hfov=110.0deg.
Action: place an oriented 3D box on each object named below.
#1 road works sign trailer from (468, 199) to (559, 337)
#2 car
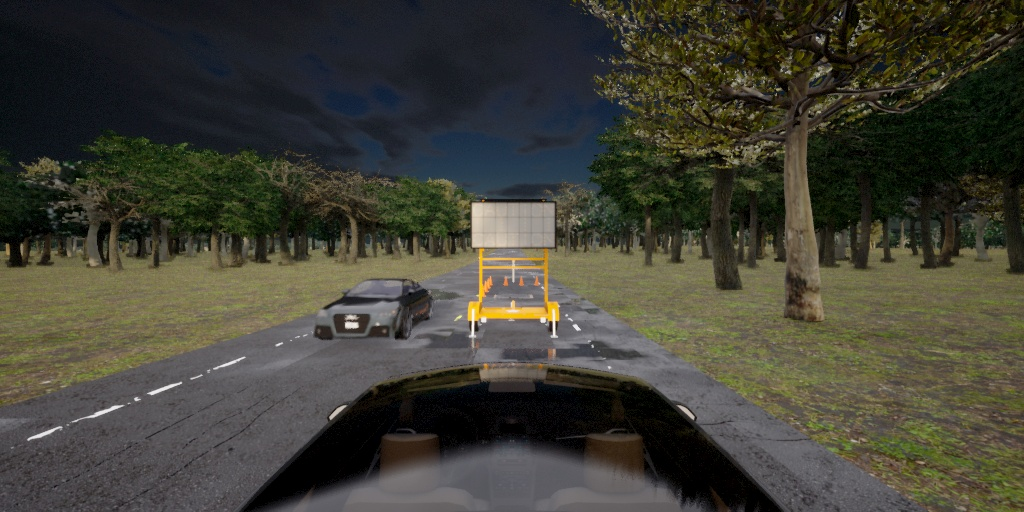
[{"bbox_3d":[0.042,0.198,10.177,2.380,3.560,2.880,0,0,0],"label":"road works sign trailer"},{"bbox_3d":[-3.460,1.300,9.738,1.994,1.385,4.181,0,0,0],"label":"car"}]
